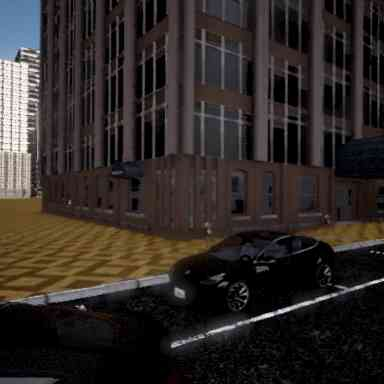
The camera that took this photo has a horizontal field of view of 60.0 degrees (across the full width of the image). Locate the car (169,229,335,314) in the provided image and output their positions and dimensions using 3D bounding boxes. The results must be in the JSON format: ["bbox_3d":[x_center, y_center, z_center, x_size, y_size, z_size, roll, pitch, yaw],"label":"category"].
[{"bbox_3d":[1.544,1.583,7.654,4.313,1.339,1.947,0,0,-35],"label":"car"}]

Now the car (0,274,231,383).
[{"bbox_3d":[-2.160,1.523,1.838,4.674,1.442,1.812,0,0,-35],"label":"car"}]
